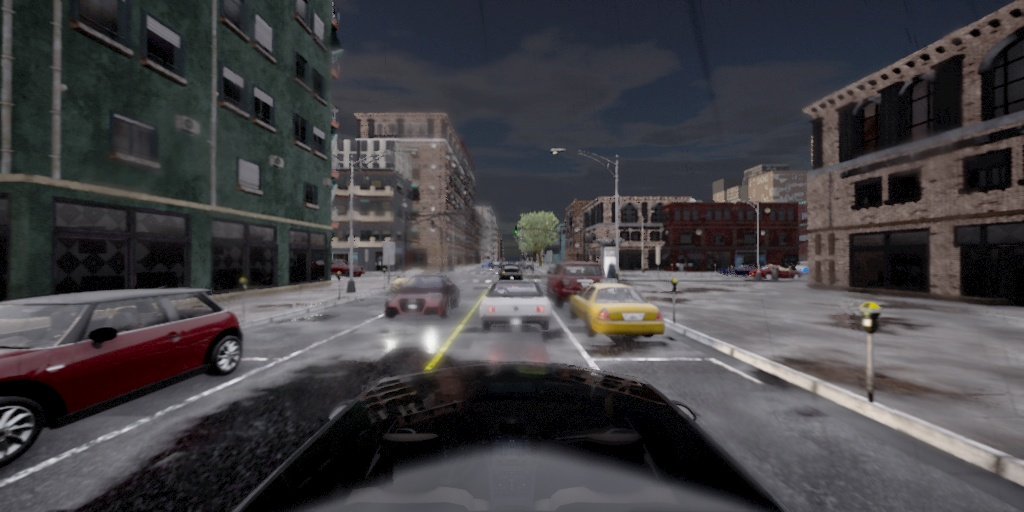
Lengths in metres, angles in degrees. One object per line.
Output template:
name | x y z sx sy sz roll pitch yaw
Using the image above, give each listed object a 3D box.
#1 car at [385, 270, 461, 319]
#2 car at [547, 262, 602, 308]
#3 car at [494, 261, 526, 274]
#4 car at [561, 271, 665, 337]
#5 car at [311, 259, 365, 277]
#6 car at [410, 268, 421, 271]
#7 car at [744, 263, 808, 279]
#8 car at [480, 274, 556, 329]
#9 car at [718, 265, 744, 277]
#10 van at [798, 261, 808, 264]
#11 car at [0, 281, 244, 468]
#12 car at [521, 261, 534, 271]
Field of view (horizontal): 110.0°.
car | -3.080 1.388 13.093 1.994 1.385 4.181 0 0 0
car | 2.704 1.155 15.645 2.192 1.841 5.009 0 0 0
car | -0.227 1.437 29.796 1.837 1.490 4.892 0 0 -5
car | 2.698 1.330 10.275 1.751 1.417 4.829 0 0 0
car | -17.242 1.232 35.437 5.009 1.841 2.192 0 0 0
car | -5.672 1.402 21.024 1.751 1.417 4.829 0 0 0
car | 26.182 1.641 35.645 4.507 1.381 1.888 0 0 0
car | 0.108 1.414 11.431 1.895 1.301 4.718 0 0 0
car | 26.538 1.735 41.491 4.718 1.301 1.895 0 0 0
van | 37.180 1.544 44.144 3.998 1.789 1.690 0 0 0
car | -5.688 1.208 4.575 1.967 1.591 4.097 0 0 0
car | 2.750 1.703 59.134 2.007 1.370 4.403 0 0 0
